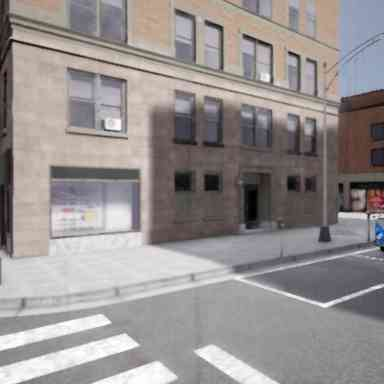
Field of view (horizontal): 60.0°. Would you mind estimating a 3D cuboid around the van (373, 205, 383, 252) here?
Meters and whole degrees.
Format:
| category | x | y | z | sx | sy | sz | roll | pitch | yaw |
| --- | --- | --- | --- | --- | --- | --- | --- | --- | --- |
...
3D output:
| category | x | y | z | sx | sy | sz | roll | pitch | yaw |
| --- | --- | --- | --- | --- | --- | --- | --- | --- | --- |
| van | 8.222 | 1.274 | 12.080 | 3.998 | 1.788 | 1.690 | 0 | 0 | -36 |
